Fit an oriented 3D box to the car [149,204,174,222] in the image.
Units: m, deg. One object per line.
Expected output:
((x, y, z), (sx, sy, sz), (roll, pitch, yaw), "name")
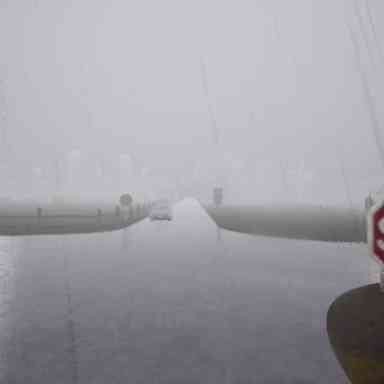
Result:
((-2.692, 1.868, 29.890), (1.837, 1.490, 4.892), (0, 0, -1), "car")
